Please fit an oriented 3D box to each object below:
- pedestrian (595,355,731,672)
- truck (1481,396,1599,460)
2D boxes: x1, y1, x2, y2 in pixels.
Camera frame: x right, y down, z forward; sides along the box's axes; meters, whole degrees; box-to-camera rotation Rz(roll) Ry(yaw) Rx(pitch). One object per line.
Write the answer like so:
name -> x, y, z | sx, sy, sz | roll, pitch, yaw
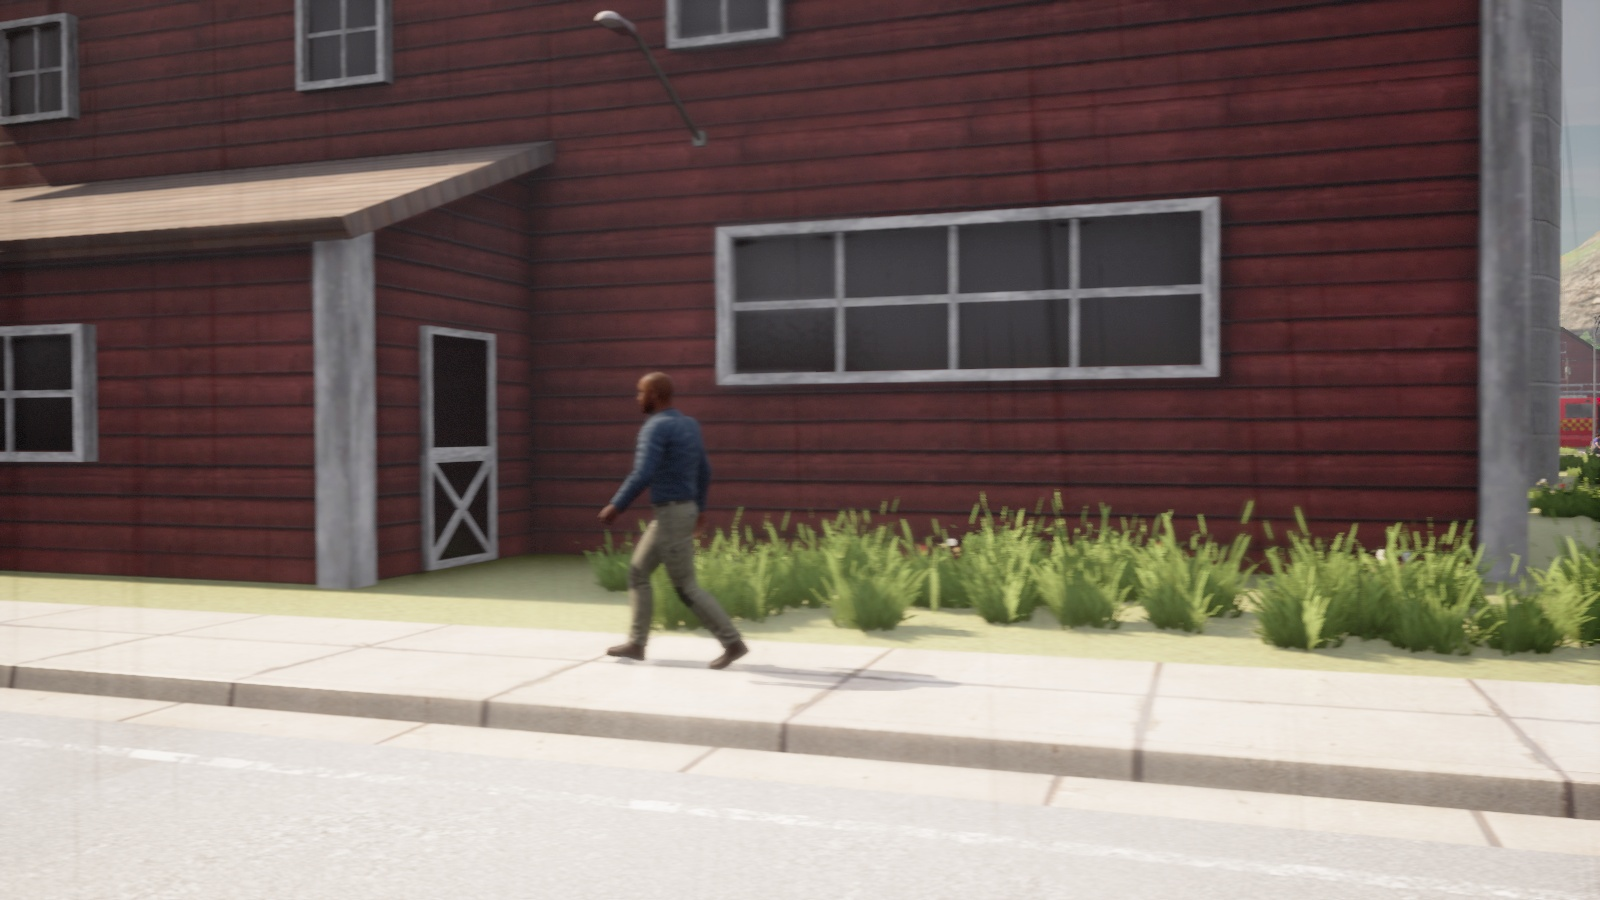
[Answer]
pedestrian -> -0.818, 0.365, 7.538 | 0.726, 1.835, 0.370 | 0, 1, 15
truck -> 46.968, -1.373, 77.385 | 8.468, 3.827, 2.891 | 0, 1, 20
